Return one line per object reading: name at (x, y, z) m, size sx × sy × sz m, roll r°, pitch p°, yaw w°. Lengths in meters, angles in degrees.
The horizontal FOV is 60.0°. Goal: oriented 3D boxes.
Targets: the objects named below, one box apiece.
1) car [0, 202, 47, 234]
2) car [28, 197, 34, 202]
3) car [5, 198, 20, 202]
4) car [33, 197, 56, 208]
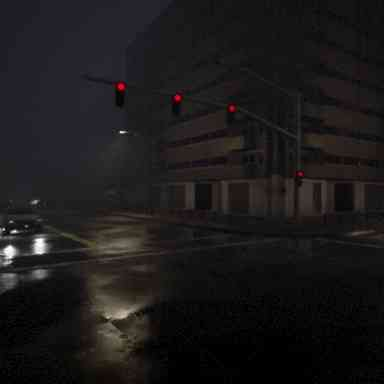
car at (-10.273, 1.583, 19.908) m, size 1.812 × 1.442 × 4.674 m, roll 0°, pitch 0°, yaw -35°
car at (-26.428, 1.639, 55.939) m, size 1.812 × 1.442 × 4.674 m, roll 0°, pitch 0°, yaw -34°
car at (-15.415, 1.555, 27.320) m, size 2.128 × 1.511 × 4.902 m, roll 0°, pitch 0°, yaw -35°
car at (-21.255, 1.708, 48.442) m, size 1.895 × 1.301 × 4.718 m, roll 0°, pitch 0°, yaw -35°
